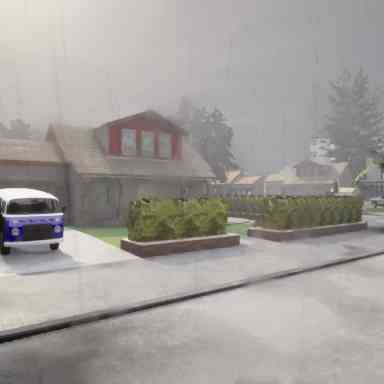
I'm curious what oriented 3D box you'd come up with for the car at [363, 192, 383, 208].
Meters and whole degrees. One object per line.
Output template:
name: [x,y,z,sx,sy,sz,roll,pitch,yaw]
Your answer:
car: [23.066,0.986,40.726,3.866,1.878,1.905,0,0,-1]
